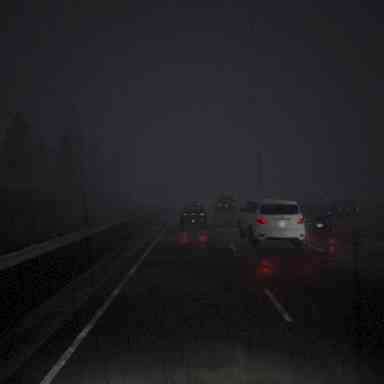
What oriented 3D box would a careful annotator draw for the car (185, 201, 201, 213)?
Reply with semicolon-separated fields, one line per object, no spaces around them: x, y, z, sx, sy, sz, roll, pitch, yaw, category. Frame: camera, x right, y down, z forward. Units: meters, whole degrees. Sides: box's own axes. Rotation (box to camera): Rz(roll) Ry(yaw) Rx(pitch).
0.085;1.906;42.759;1.994;1.385;4.181;0;0;0;car

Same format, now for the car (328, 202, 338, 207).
10.592;1.785;29.616;2.033;1.411;5.357;0;0;0;car

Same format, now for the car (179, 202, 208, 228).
0.093;1.684;23.994;2.128;1.511;4.902;0;0;0;car

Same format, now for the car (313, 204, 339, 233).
7.095;1.692;20.790;1.812;1.442;4.674;0;0;0;car

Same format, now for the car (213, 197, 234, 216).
3.579;1.519;37.080;2.150;2.045;5.566;0;0;0;car

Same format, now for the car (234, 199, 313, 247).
3.596;1.351;15.917;2.150;2.045;5.566;0;0;0;car

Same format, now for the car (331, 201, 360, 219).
14.091;1.608;31.974;2.097;1.767;4.553;0;-1;0;car
